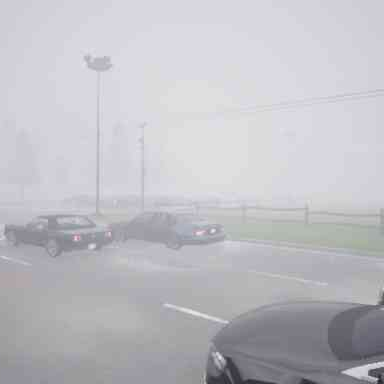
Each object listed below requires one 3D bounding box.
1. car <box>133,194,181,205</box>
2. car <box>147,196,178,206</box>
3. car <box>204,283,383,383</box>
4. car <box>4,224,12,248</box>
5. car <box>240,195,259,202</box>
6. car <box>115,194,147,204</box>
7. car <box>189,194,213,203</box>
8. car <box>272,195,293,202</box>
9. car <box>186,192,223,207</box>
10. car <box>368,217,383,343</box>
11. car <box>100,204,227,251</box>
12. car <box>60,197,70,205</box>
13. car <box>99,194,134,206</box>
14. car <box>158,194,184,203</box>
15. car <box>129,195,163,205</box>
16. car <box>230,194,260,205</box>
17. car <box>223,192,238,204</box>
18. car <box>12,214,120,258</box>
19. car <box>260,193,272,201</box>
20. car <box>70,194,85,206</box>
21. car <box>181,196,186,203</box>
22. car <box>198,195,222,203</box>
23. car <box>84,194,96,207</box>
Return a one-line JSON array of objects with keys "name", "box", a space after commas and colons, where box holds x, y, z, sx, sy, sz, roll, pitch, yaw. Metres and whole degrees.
[{"name": "car", "box": [-3.903, 1.221, 38.078, 2.128, 1.511, 4.902, 1, 0, 38]}, {"name": "car", "box": [-4.274, 1.261, 48.919, 1.895, 1.301, 4.718, 1, 0, 38]}, {"name": "car", "box": [2.323, 1.503, 2.243, 4.902, 1.511, 2.128, 1, 0, 38]}, {"name": "car", "box": [-7.521, 1.343, 9.719, 5.008, 1.535, 1.882, 1, 1, 36]}, {"name": "car", "box": [11.957, 1.285, 69.321, 1.895, 1.301, 4.718, 1, 0, 38]}, {"name": "car", "box": [-9.765, 1.055, 53.253, 1.882, 1.535, 5.008, 1, 0, 38]}, {"name": "car", "box": [1.680, 1.119, 62.045, 1.882, 1.535, 5.008, 1, 0, 39]}, {"name": "car", "box": [18.352, 1.281, 66.125, 1.882, 1.535, 5.008, 1, 0, 38]}, {"name": "car", "box": [1.766, 1.096, 45.275, 2.097, 1.767, 4.553, 1, 0, 38]}, {"name": "car", "box": [5.132, 1.378, 4.496, 4.553, 1.767, 2.097, 1, 0, 38]}, {"name": "car", "box": [-1.210, 1.453, 13.772, 5.357, 1.411, 2.033, 1, 0, 38]}, {"name": "car", "box": [-15.628, 1.067, 45.782, 1.837, 1.490, 4.892, 1, 0, 38]}, {"name": "car", "box": [-7.929, 1.037, 38.564, 2.097, 1.767, 4.553, 1, 0, 38]}, {"name": "car", "box": [-3.771, 1.084, 60.800, 2.128, 1.511, 4.902, 1, 0, 39]}, {"name": "car", "box": [-6.978, 1.166, 51.143, 2.033, 1.411, 5.357, 1, 0, 38]}, {"name": "car", "box": [8.625, 1.363, 53.955, 1.895, 1.301, 4.718, 1, 0, 38]}, {"name": "car", "box": [5.903, 0.944, 56.144, 2.150, 2.045, 5.566, 1, 0, 39]}, {"name": "car", "box": [-5.051, 1.476, 12.308, 4.718, 1.301, 1.895, 1, 0, 37]}, {"name": "car", "box": [15.001, 1.089, 67.525, 2.097, 1.767, 4.553, 1, 0, 38]}, {"name": "car", "box": [-12.935, 1.204, 43.549, 1.895, 1.301, 4.718, 1, 0, 38]}, {"name": "car", "box": [-2.423, 1.225, 45.615, 1.812, 1.442, 4.674, 1, 0, 38]}, {"name": "car", "box": [3.161, 1.205, 58.315, 1.812, 1.442, 4.674, 1, 0, 39]}, {"name": "car", "box": [-10.196, 1.192, 41.378, 2.033, 1.411, 5.357, 1, 0, 38]}]
